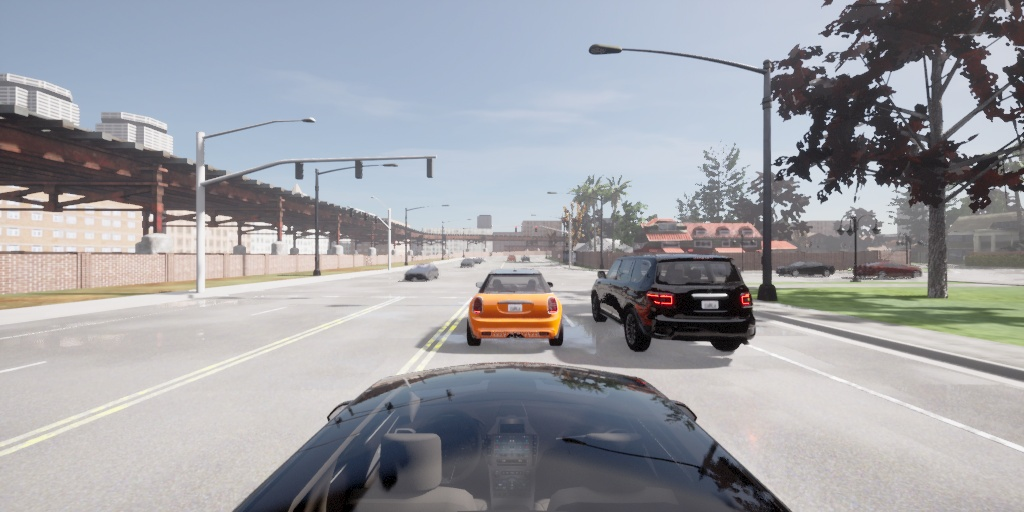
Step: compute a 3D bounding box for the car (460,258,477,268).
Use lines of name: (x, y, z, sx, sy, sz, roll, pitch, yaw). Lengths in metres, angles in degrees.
car: (-7.148, 1.117, 57.611, 1.837, 1.490, 4.892, 0, 1, 0)

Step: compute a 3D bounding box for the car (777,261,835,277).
car: (28.673, 1.227, 35.182, 5.008, 1.535, 1.882, 0, 0, -2)

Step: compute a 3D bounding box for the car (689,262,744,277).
car: (19.859, 1.314, 34.947, 4.181, 1.385, 1.994, 0, 0, -2)

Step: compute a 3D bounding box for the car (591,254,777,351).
car: (3.572, 0.971, 9.128, 2.150, 2.045, 5.566, 0, 0, 0)

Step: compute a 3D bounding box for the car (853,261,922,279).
car: (33.068, 1.227, 31.615, 5.008, 1.535, 1.882, 0, 0, -2)

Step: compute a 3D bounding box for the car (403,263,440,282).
car: (-7.128, 1.295, 28.960, 2.033, 1.411, 5.357, 0, 0, 0)

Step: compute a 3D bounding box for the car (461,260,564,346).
car: (0.072, 1.102, 9.585, 2.097, 1.767, 4.553, 0, 0, 0)
